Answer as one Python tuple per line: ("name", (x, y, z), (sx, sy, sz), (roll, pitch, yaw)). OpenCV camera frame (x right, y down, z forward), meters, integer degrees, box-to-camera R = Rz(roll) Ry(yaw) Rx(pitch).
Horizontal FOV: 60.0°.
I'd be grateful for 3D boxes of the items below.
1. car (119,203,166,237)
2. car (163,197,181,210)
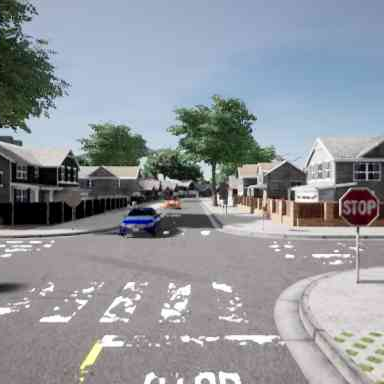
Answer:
("car", (-2.696, 1.555, 18.280), (1.812, 1.442, 4.674), (0, 0, 0))
("car", (-2.616, 1.396, 43.940), (2.097, 1.767, 4.553), (0, 0, 0))
